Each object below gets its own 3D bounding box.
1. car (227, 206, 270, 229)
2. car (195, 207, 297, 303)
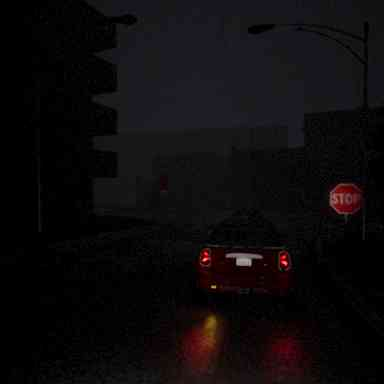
[{"bbox_3d":[4.014,1.808,24.309,1.994,1.385,4.181,1,0,-7],"label":"car"},{"bbox_3d":[1.430,1.443,8.741,2.097,1.767,4.553,0,-1,11],"label":"car"}]
